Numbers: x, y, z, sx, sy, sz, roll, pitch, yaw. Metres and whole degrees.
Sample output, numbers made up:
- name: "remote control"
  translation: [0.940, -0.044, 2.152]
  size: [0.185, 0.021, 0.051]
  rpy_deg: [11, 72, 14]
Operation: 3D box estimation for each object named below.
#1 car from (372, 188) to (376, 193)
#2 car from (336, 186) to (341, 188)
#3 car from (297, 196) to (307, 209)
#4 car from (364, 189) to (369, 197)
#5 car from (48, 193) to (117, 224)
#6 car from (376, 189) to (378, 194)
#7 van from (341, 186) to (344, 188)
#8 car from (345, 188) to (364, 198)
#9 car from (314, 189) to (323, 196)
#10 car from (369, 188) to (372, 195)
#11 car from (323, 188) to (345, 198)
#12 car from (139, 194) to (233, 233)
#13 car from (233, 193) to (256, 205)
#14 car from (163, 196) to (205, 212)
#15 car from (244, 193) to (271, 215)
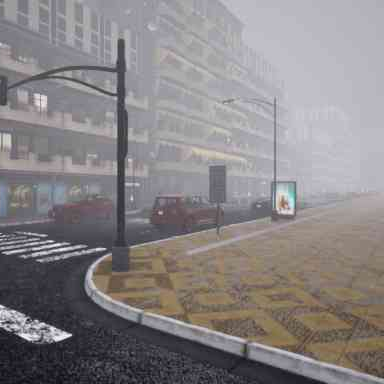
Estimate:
- name: "car"
  translation: [38.032, -0.012, 72.252]
  size: [1.887, 1.381, 4.507]
  rpy_deg: [1, 2, 35]
- name: "car"
  translation: [34.300, -0.240, 81.534]
  size: [1.967, 1.590, 4.097]
  rpy_deg: [2, 2, 35]
- name: "car"
  translation: [9.421, 0.965, 31.340]
  size: [1.947, 1.339, 4.313]
  rpy_deg: [1, 2, 35]
- name: "car"
  translation: [31.674, 0.098, 63.157]
  size: [1.967, 1.590, 4.097]
  rpy_deg: [1, 2, 35]
- name: "car"
  translation: [-7.017, 1.010, 22.448]
  size: [2.192, 1.841, 5.009]
  rpy_deg: [1, 2, 35]
- name: "car"
  translation: [44.389, -0.221, 81.344]
  size: [2.008, 1.369, 4.403]
  rpy_deg: [1, 2, 35]
- name: "van"
  translation: [37.479, -0.446, 86.076]
  size: [1.690, 1.788, 3.998]
  rpy_deg: [2, 2, 35]
- name: "car"
  translation: [28.495, 0.308, 58.615]
  size: [1.887, 1.381, 4.507]
  rpy_deg: [1, 2, 35]
- name: "car"
  translation: [27.943, -0.025, 72.444]
  size: [1.967, 1.590, 4.097]
  rpy_deg: [2, 2, 35]
- name: "car"
  translation: [34.853, 0.095, 67.706]
  size: [1.887, 1.381, 4.507]
  rpy_deg: [1, 2, 35]
- name: "car"
  translation: [24.644, 0.380, 57.655]
  size: [1.994, 1.385, 4.181]
  rpy_deg: [0, 1, 35]
- name: "car"
  translation: [-0.115, 1.026, 17.696]
  size: [2.192, 1.841, 5.009]
  rpy_deg: [1, 2, 35]
- name: "car"
  translation: [5.695, 0.829, 40.634]
  size: [2.008, 1.369, 4.403]
  rpy_deg: [2, 2, 35]
- name: "car"
  translation: [-0.662, 1.069, 31.545]
  size: [1.802, 1.307, 4.206]
  rpy_deg: [2, 2, 35]
- name: "car"
  translation: [6.242, 1.069, 26.794]
  size: [1.947, 1.339, 4.313]
  rpy_deg: [1, 2, 35]
